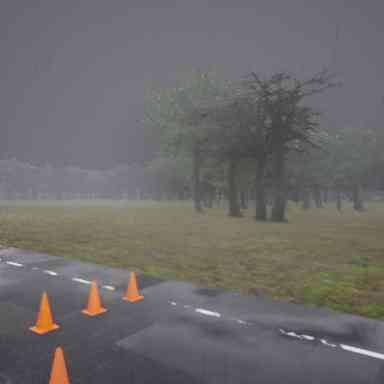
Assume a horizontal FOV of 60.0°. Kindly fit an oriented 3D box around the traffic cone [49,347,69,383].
[{"bbox_3d":[-1.440,1.980,3.591,0.340,0.580,0.340,0,-1,36],"label":"traffic cone"}]

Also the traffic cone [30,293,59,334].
[{"bbox_3d":[-2.471,1.989,5.575,0.340,0.580,0.340,0,0,36],"label":"traffic cone"}]

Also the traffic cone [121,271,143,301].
[{"bbox_3d":[-1.296,2.005,7.193,0.340,0.580,0.340,0,0,36],"label":"traffic cone"}]

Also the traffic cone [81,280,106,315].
[{"bbox_3d":[-1.884,1.997,6.384,0.340,0.580,0.340,0,0,36],"label":"traffic cone"}]
